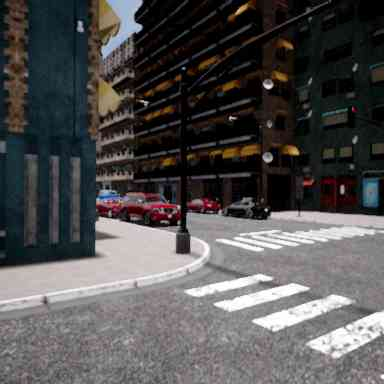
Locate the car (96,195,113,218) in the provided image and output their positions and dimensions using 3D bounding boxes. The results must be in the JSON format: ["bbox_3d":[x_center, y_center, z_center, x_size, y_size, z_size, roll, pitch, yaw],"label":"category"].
[{"bbox_3d":[-5.967,1.157,25.181,1.887,1.381,4.507,1,0,-36],"label":"car"}]

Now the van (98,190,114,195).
[{"bbox_3d":[-12.179,0.678,48.123,1.690,1.788,3.998,1,0,-36],"label":"van"}]

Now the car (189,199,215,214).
[{"bbox_3d":[0.851,1.241,30.051,1.802,1.307,4.206,1,0,-36],"label":"car"}]

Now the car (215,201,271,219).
[{"bbox_3d":[4.110,1.305,25.534,1.947,1.339,4.313,1,0,-36],"label":"car"}]

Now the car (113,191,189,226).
[{"bbox_3d":[-2.702,1.008,20.663,2.192,1.841,5.009,1,0,-36],"label":"car"}]
